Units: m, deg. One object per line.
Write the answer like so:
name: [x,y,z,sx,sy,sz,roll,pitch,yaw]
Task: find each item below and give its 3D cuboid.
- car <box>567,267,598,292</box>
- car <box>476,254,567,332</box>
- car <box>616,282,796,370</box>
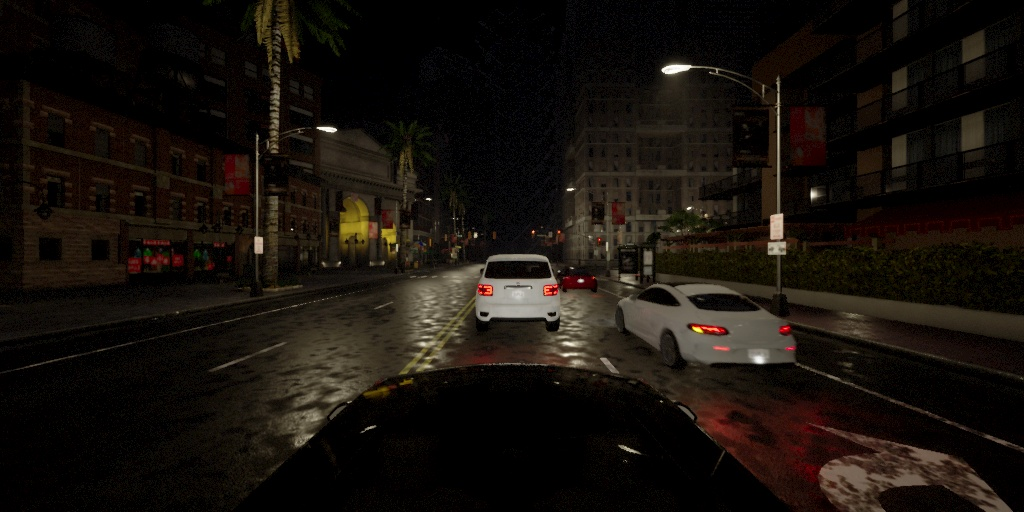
car: [3.725,1.313,21.322,1.994,1.385,4.181,0,0,0]
car: [0.159,0.972,11.043,2.150,2.045,5.566,0,0,0]
car: [3.661,1.275,7.626,1.812,1.442,4.674,0,0,0]
